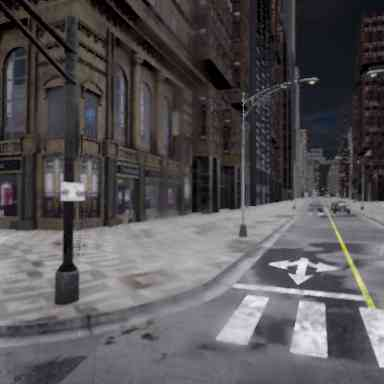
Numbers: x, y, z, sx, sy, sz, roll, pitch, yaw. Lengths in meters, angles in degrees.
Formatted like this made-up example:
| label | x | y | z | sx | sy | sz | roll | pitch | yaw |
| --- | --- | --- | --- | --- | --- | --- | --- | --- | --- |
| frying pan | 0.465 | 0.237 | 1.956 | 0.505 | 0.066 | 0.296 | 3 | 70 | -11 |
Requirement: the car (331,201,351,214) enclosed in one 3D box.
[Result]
| label | x | y | z | sx | sy | sz | roll | pitch | yaw |
| --- | --- | --- | --- | --- | --- | --- | --- | --- | --- |
| car | 18.767 | 1.983 | 41.712 | 1.812 | 1.442 | 4.674 | 0 | -1 | 22 |

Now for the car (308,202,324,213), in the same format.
| label | x | y | z | sx | sy | sz | roll | pitch | yaw |
| --- | --- | --- | --- | --- | --- | --- | --- | --- | --- |
| car | 16.920 | 2.046 | 45.360 | 2.033 | 1.411 | 5.357 | 0 | -1 | 21 |
